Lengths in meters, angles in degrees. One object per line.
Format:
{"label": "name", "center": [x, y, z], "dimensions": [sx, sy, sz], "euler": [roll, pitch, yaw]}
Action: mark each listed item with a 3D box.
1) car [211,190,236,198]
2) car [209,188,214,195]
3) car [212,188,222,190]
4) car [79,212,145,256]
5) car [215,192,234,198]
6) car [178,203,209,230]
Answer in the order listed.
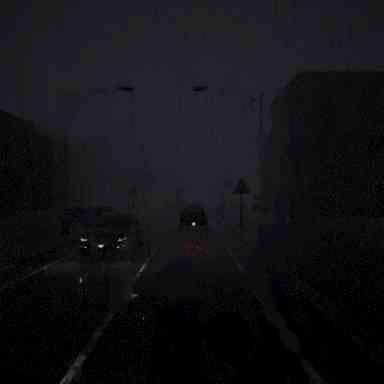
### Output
{"label": "car", "center": [8.036, 0.906, 82.117], "dimensions": [5.366, 1.575, 1.946], "euler": [0, 2, -1]}
{"label": "car", "center": [8.157, 0.382, 90.375], "dimensions": [5.566, 2.045, 2.435], "euler": [0, 2, -1]}
{"label": "car", "center": [8.127, 0.596, 87.625], "dimensions": [4.553, 1.767, 2.185], "euler": [0, 2, -1]}
{"label": "car", "center": [-3.087, 1.626, 13.709], "dimensions": [1.837, 1.490, 4.892], "euler": [0, -1, 0]}
{"label": "car", "center": [8.194, 0.854, 84.877], "dimensions": [4.674, 1.452, 2.002], "euler": [0, 2, -1]}
{"label": "car", "center": [0.105, 1.751, 22.985], "dimensions": [1.837, 1.490, 4.892], "euler": [0, 0, 0]}
